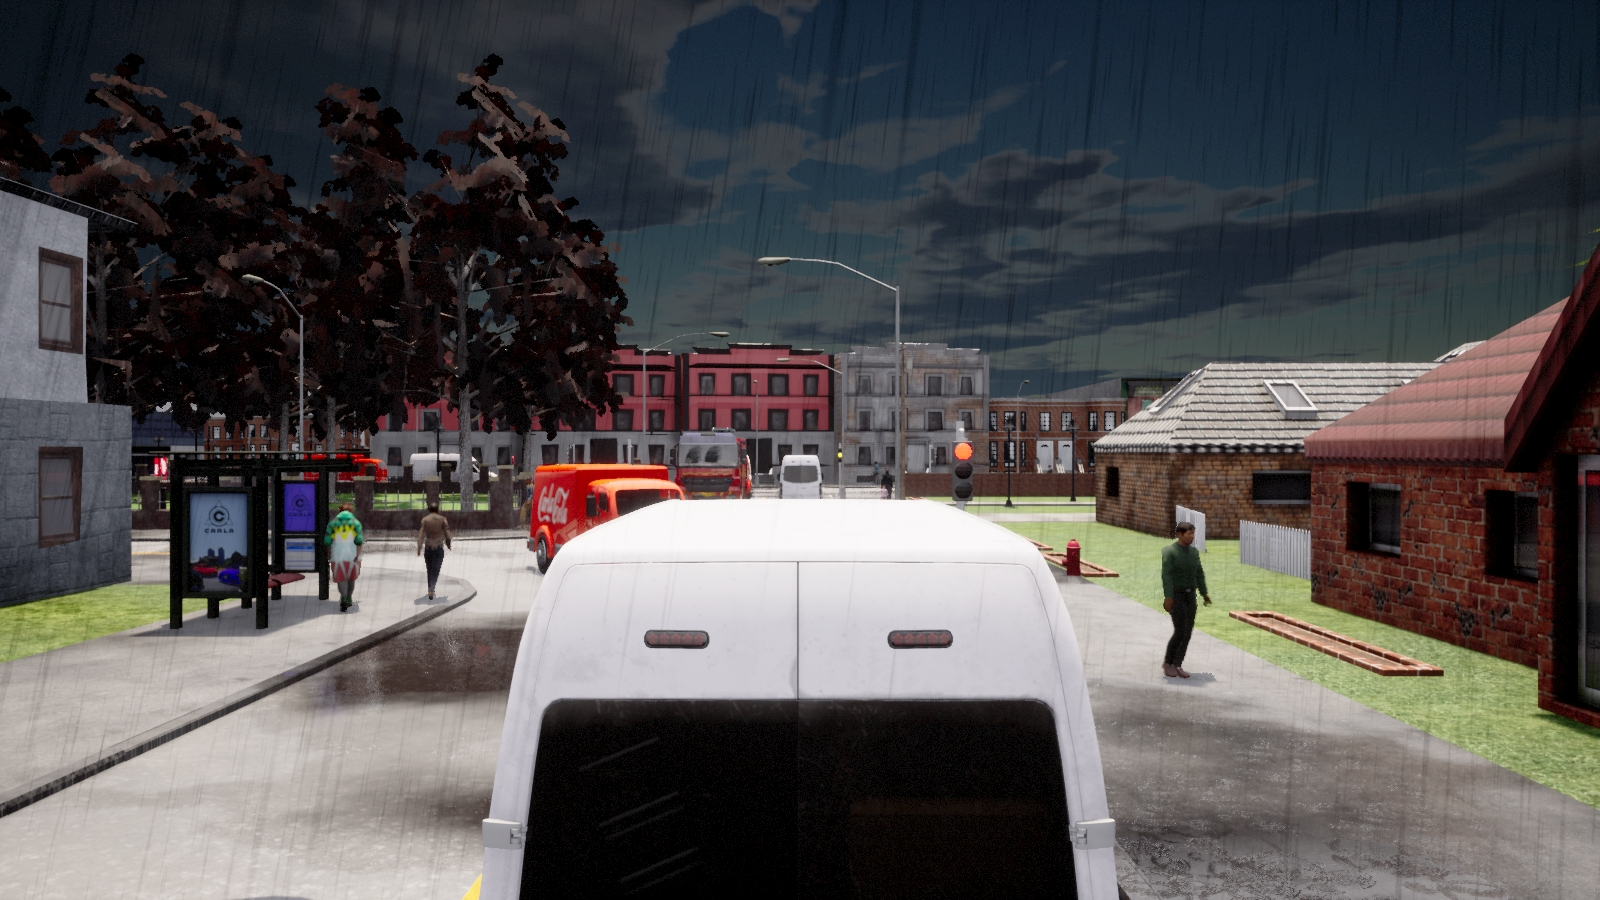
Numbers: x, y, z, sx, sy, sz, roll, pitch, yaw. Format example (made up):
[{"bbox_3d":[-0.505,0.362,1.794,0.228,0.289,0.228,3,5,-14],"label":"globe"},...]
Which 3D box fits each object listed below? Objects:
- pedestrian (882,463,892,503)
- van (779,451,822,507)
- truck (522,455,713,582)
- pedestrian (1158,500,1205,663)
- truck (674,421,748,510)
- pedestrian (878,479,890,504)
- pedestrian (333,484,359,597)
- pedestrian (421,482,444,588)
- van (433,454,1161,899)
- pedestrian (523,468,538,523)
[{"bbox_3d":[4.087,1.524,53.491,0.375,1.860,0.375,0,0,-11],"label":"pedestrian"},{"bbox_3d":[0.011,1.314,55.246,1.988,2.561,5.915,0,0,0],"label":"van"},{"bbox_3d":[-4.161,1.349,25.212,2.627,2.467,5.204,0,0,-28],"label":"truck"},{"bbox_3d":[4.483,1.523,13.434,0.375,1.860,0.375,0,0,-22],"label":"pedestrian"},{"bbox_3d":[-4.049,0.670,53.739,2.891,3.827,8.468,0,0,0],"label":"truck"},{"bbox_3d":[3.869,1.904,52.657,0.500,1.100,0.500,0,0,7],"label":"pedestrian"},{"bbox_3d":[-7.629,1.516,19.203,0.375,1.860,0.375,0,0,-17],"label":"pedestrian"},{"bbox_3d":[-6.569,1.517,20.412,0.375,1.860,0.375,0,0,-15],"label":"pedestrian"},{"bbox_3d":[-0.009,1.315,6.082,1.988,2.561,5.915,0,0,0],"label":"van"},{"bbox_3d":[-9.090,1.526,38.510,0.375,1.860,0.375,0,0,-41],"label":"pedestrian"}]
